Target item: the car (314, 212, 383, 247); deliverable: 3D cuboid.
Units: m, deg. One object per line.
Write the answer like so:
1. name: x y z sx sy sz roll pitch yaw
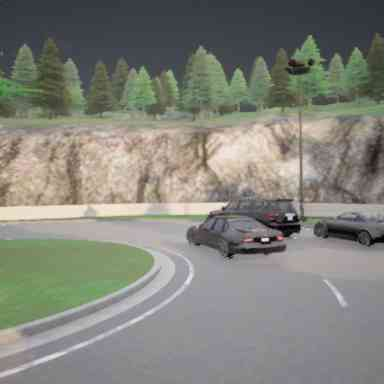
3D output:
1. car: 7.583 1.596 15.346 1.994 1.385 4.181 0 -1 -17

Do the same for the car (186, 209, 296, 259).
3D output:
1. car: 1.465 1.638 13.216 2.033 1.411 5.357 0 -1 -22

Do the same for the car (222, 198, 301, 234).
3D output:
1. car: 3.002 1.326 17.416 2.150 2.045 5.566 1 -1 -33
